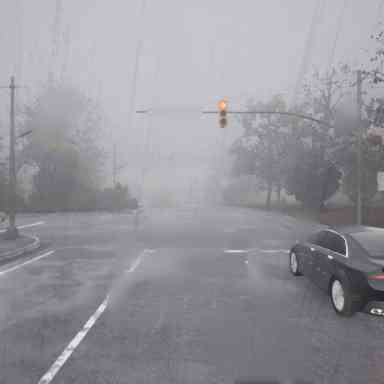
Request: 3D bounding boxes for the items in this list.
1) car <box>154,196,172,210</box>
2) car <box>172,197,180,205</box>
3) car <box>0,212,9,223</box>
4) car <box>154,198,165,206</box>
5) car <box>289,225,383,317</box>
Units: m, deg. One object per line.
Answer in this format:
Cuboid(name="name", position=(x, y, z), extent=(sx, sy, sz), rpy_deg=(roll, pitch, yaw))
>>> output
Cuboid(name="car", position=(-3.963, 1.621, 43.382), extent=(2.033, 1.411, 5.357), rpy_deg=(0, -1, -3))
Cuboid(name="car", position=(-4.682, 1.987, 73.155), extent=(2.097, 1.767, 4.553), rpy_deg=(0, -1, -16))
Cuboid(name="car", position=(-15.474, 1.674, 23.045), extent=(4.718, 1.301, 1.895), rpy_deg=(-1, 0, -3))
Cuboid(name="car", position=(-6.316, 1.954, 64.227), extent=(1.837, 1.490, 4.892), rpy_deg=(0, -1, -10))
Cuboid(name="car", position=(3.599, 1.504, 7.441), extent=(1.837, 1.490, 4.892), rpy_deg=(0, 0, 1))
